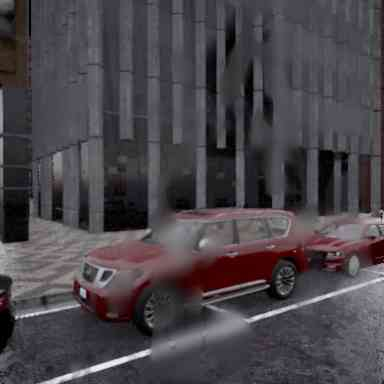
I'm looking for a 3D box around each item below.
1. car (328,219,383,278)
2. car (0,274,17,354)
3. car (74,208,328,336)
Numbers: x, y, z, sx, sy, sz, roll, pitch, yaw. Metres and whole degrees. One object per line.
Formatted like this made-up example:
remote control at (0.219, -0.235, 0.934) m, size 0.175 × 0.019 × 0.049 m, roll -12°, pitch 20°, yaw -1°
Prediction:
car at (4.890, 1.529, 10.101) m, size 4.507 × 1.381 × 1.887 m, roll 0°, pitch 0°, yaw -35°
car at (-4.311, 1.566, 3.587) m, size 4.313 × 1.339 × 1.947 m, roll 0°, pitch 0°, yaw -35°
car at (0.289, 1.307, 6.844) m, size 5.009 × 1.841 × 2.192 m, roll 0°, pitch 0°, yaw -35°
